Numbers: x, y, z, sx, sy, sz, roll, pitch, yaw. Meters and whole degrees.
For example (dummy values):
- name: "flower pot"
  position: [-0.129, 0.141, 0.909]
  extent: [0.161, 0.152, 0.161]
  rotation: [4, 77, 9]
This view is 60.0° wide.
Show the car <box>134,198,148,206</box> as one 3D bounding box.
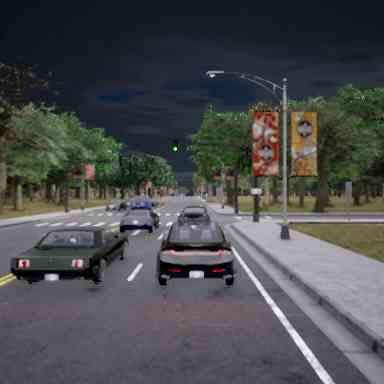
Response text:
- name: "car"
  position: [-9.730, 1.846, 63.939]
  extent: [1.837, 1.490, 4.892]
  rotation: [0, 0, 1]

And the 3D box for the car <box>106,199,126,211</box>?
- name: "car"
  position: [-9.801, 1.717, 43.379]
  extent: [2.128, 1.511, 4.902]
  rotation: [0, 0, 2]

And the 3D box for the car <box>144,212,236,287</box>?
- name: "car"
  position: [0.102, 1.538, 9.457]
  extent: [2.128, 1.511, 4.902]
  rotation: [0, 0, 0]

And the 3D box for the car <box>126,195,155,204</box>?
- name: "car"
  position: [-6.559, 1.445, 43.035]
  extent: [2.150, 2.045, 5.566]
  rotation: [0, 0, 0]

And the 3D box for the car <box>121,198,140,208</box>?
- name: "car"
  position: [-9.795, 1.775, 53.622]
  extent: [2.128, 1.511, 4.902]
  rotation: [0, 0, 0]

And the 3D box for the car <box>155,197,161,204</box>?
- name: "car"
  position: [-6.546, 1.881, 53.274]
  extent: [1.895, 1.301, 4.718]
  rotation: [0, 0, 0]

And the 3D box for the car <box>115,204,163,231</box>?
- name: "car"
  position: [-3.144, 1.666, 20.632]
  extent: [1.994, 1.385, 4.181]
  rotation: [0, 0, 0]

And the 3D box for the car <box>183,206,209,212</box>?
- name: "car"
  position: [0.260, 1.606, 20.416]
  extent: [1.837, 1.490, 4.892]
  rotation: [0, 0, 4]

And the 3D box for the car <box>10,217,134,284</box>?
- name: "car"
  position: [-3.145, 1.648, 9.708]
  extent: [1.895, 1.301, 4.718]
  rotation: [0, 0, 0]

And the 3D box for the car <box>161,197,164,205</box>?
- name: "car"
  position: [-6.489, 1.692, 63.397]
  extent: [2.097, 1.767, 4.553]
  rotation: [0, 0, 0]
